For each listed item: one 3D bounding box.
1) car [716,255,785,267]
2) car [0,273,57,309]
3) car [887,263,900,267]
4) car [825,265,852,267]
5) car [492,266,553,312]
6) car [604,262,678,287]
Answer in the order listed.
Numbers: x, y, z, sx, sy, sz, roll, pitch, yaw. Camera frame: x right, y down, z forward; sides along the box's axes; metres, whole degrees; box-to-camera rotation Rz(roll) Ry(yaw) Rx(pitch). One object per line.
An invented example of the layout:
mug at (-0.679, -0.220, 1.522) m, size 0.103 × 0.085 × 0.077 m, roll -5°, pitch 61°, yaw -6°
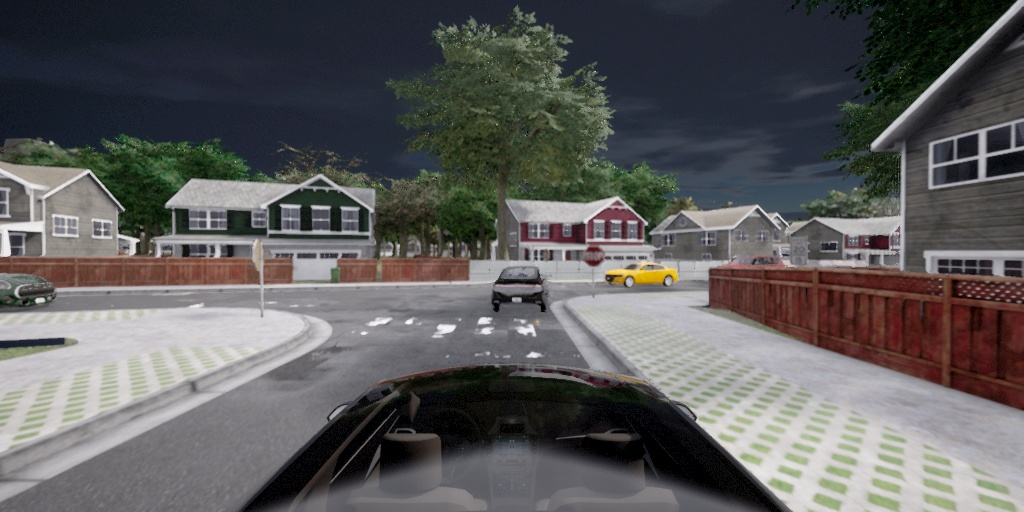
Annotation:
car at (17.675, 0.968, 26.626) m, size 5.566 × 2.045 × 2.150 m, roll 0°, pitch 0°, yaw -20°
car at (-17.286, 0.824, 10.777) m, size 4.553 × 1.767 × 2.097 m, roll 1°, pitch 0°, yaw -20°
car at (36.814, 1.361, 33.540) m, size 5.008 × 1.535 × 1.882 m, roll 0°, pitch 0°, yaw -20°
car at (27.024, 1.418, 30.014) m, size 4.718 × 1.301 × 1.895 m, roll 0°, pitch 0°, yaw -20°
car at (0.469, 1.135, 13.688) m, size 2.128 × 1.511 × 4.902 m, roll 0°, pitch 1°, yaw 7°
car at (8.341, 1.152, 23.222) m, size 5.008 × 1.535 × 1.882 m, roll 0°, pitch 0°, yaw -21°
